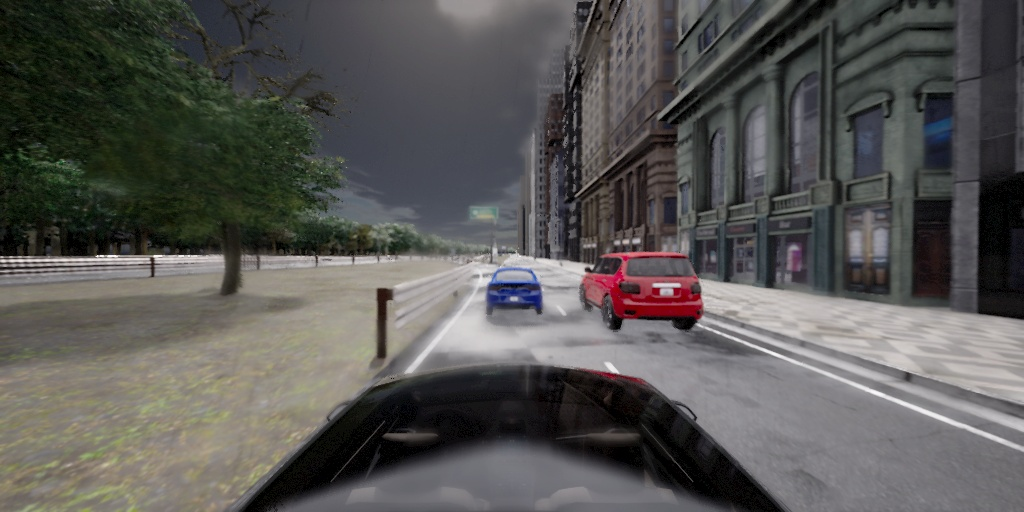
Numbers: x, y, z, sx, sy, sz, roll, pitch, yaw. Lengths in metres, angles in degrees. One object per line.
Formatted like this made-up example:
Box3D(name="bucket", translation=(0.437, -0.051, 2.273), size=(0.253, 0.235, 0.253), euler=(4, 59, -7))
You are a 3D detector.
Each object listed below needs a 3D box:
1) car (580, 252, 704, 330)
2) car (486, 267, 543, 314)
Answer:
Box3D(name="car", translation=(3.583, 0.914, 10.965), size=(2.150, 2.045, 5.566), euler=(0, 0, 0))
Box3D(name="car", translation=(0.088, 1.156, 13.483), size=(1.882, 1.535, 5.008), euler=(0, 0, 0))
